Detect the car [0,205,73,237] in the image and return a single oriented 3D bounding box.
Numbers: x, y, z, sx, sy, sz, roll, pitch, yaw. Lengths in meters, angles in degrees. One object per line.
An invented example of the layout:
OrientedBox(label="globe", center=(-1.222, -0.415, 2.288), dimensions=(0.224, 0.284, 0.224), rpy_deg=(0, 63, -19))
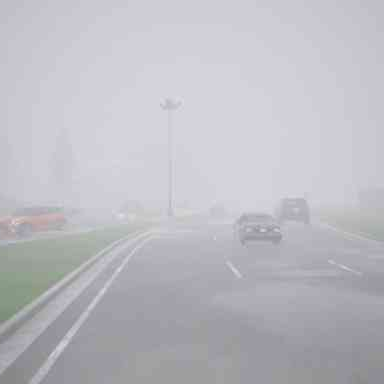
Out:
OrientedBox(label="car", center=(-9.560, 1.612, 19.756), dimensions=(2.097, 1.767, 4.553), rpy_deg=(0, -1, 18))

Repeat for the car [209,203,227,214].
OrientedBox(label="car", center=(3.392, 2.084, 41.944), dimensions=(1.895, 1.301, 4.718), rpy_deg=(0, -1, 11))

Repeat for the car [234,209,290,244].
OrientedBox(label="car", center=(3.211, 1.738, 16.912), dimensions=(2.033, 1.411, 5.357), rpy_deg=(0, -1, 3))

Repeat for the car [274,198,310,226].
OrientedBox(label="car", center=(7.903, 1.511, 26.550), dimensions=(2.150, 2.045, 5.566), rpy_deg=(0, -1, 9))

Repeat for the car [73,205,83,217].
OrientedBox(label="car", center=(-13.318, 2.045, 34.546), dimensions=(1.895, 1.301, 4.718), rpy_deg=(0, -1, 10))

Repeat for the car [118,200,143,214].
OrientedBox(label="car", center=(-8.095, 1.894, 44.169), dimensions=(2.097, 1.767, 4.553), rpy_deg=(0, -1, 10))

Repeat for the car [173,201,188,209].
OrientedBox(label="car", center=(-1.927, 2.247, 59.087), dimensions=(2.033, 1.411, 5.357), rpy_deg=(0, -1, 10))

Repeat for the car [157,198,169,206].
OrientedBox(label="car", center=(-6.315, 2.189, 74.430), dimensions=(2.097, 1.767, 4.553), rpy_deg=(0, -1, 10))
